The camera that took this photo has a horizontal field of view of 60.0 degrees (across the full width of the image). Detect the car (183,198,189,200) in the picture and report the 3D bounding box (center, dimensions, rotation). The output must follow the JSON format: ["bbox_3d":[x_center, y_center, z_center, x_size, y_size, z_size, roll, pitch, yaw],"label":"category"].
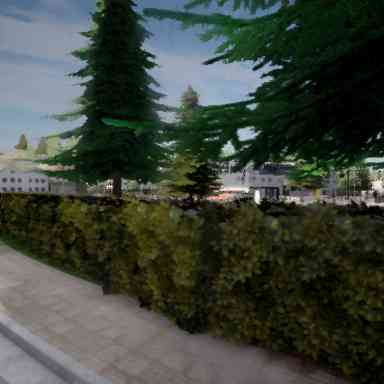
[{"bbox_3d":[-1.483,1.311,60.953,3.633,1.501,1.845,0,0,-39],"label":"car"}]

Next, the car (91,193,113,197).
[{"bbox_3d":[-23.051,1.041,87.603,5.027,1.636,2.152,0,0,-39],"label":"car"}]

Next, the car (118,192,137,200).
[{"bbox_3d":[-15.082,0.983,77.593,3.866,1.878,1.905,0,0,-39],"label":"car"}]

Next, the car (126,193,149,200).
[{"bbox_3d":[-9.145,1.316,58.662,3.806,1.475,1.970,0,0,-39],"label":"car"}]

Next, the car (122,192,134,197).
[{"bbox_3d":[-12.950,1.008,75.577,4.605,1.855,1.932,0,0,-39],"label":"car"}]

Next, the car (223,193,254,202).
[{"bbox_3d":[7.231,1.181,50.089,5.566,2.045,2.150,0,0,-39],"label":"car"}]
